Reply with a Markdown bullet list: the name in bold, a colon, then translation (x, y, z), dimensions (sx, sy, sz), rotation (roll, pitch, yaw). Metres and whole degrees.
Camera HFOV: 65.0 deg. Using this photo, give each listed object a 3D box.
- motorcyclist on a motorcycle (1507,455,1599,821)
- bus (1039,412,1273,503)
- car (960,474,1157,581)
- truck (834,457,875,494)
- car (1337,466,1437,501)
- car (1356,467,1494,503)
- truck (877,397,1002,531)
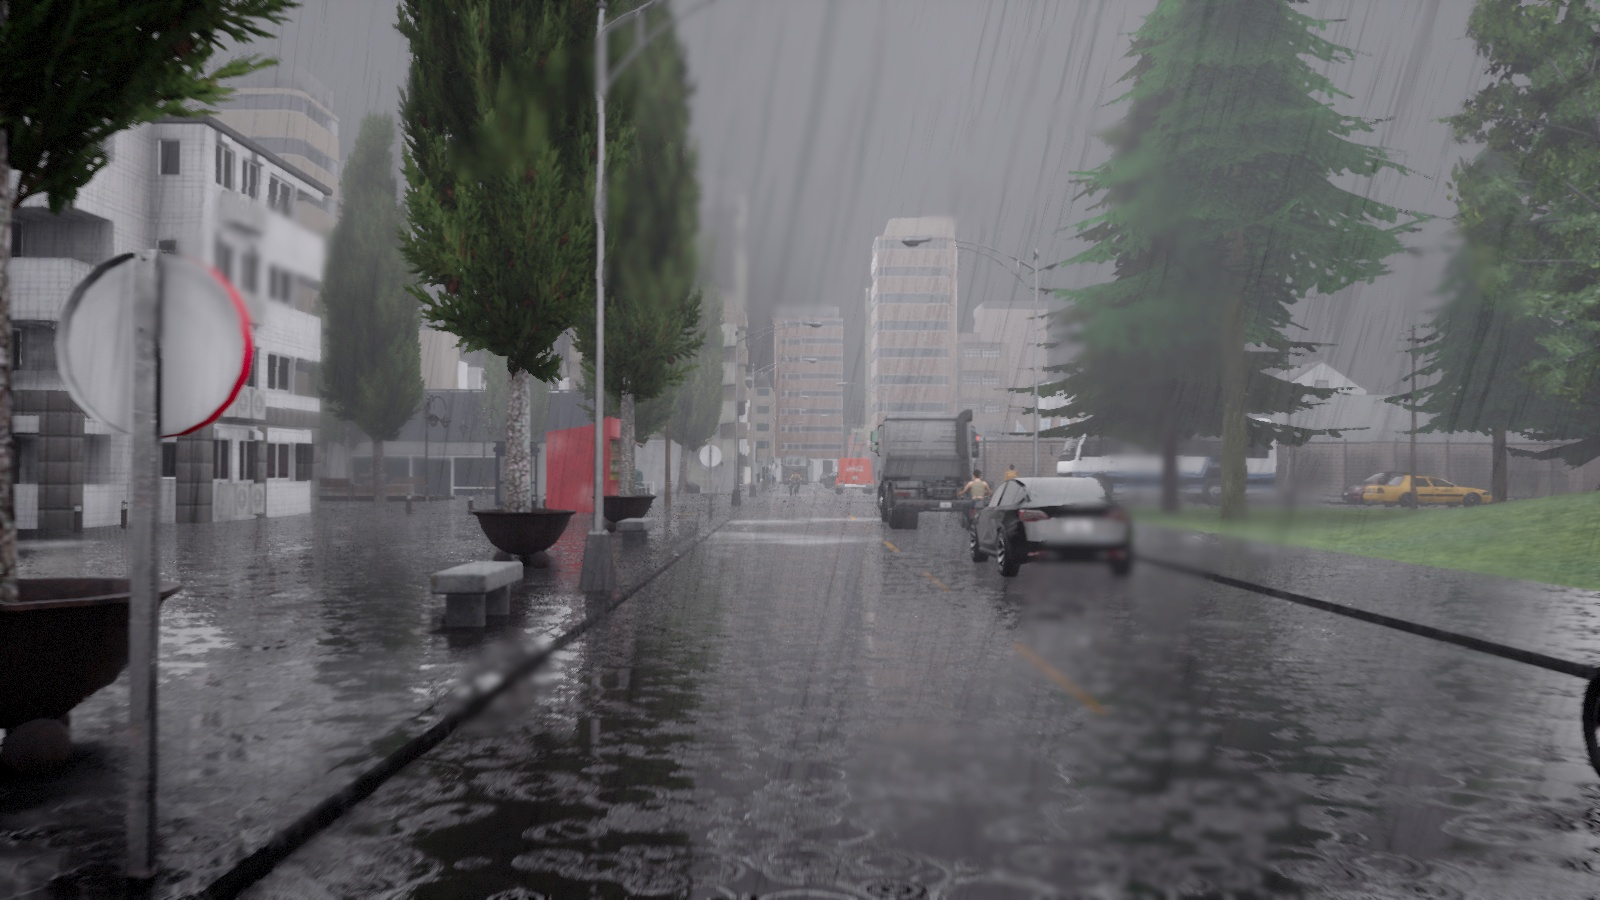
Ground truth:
- **motorcyclist on a motorcycle**: translation (3.988, 0.836, 5.204), dimensions (0.766, 1.649, 2.350), rotation (0, -1, 0)
- **bus**: translation (17.132, 0.392, 61.082), dimensions (10.273, 4.253, 3.944), rotation (0, -1, -1)
- **car**: translation (3.953, 1.136, 20.139), dimensions (2.163, 1.488, 4.792), rotation (0, -1, 0)
- **truck**: translation (3.706, 1.760, 86.408), dimensions (2.627, 2.467, 5.204), rotation (0, -1, 0)
- **car**: translation (28.528, 1.622, 61.097), dimensions (3.988, 1.617, 1.851), rotation (0, -1, 0)
- **car**: translation (28.350, 1.596, 57.095), dimensions (5.366, 1.575, 1.801), rotation (0, -1, 0)
- **truck**: translation (3.874, 0.432, 36.738), dimensions (2.891, 3.462, 7.936), rotation (0, -1, 1)
